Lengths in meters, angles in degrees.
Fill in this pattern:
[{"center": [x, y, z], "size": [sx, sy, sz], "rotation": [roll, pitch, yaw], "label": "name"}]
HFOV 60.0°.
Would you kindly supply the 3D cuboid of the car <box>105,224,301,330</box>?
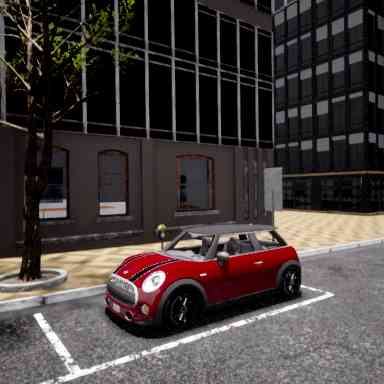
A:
[{"center": [0.334, 1.439, 6.813], "size": [4.097, 1.590, 1.967], "rotation": [0, -1, -35], "label": "car"}]
